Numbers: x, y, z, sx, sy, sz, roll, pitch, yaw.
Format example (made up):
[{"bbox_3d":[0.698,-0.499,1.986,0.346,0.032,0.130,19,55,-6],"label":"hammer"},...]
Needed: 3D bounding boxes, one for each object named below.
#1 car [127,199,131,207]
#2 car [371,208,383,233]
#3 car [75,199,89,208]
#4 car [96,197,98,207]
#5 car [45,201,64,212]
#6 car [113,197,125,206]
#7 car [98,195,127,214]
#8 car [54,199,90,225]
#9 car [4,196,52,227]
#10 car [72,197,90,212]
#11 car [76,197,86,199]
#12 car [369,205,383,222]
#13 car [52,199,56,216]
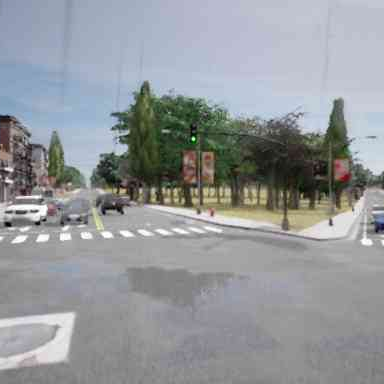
[{"bbox_3d":[-11.391,1.781,55.473,2.033,1.411,5.357,0,0,-17],"label":"car"},{"bbox_3d":[15.486,2.350,26.339,1.882,1.535,5.008,0,-2,28],"label":"car"},{"bbox_3d":[-17.950,1.823,54.638,2.033,1.411,5.357,0,0,-17],"label":"car"},{"bbox_3d":[-15.614,1.504,58.211,2.150,2.045,5.566,0,0,-17],"label":"car"},{"bbox_3d":[-17.799,1.812,43.228,1.895,1.301,4.718,0,0,-17],"label":"car"},{"bbox_3d":[-14.492,1.801,65.423,1.882,1.535,5.008,0,0,-17],"label":"car"},{"bbox_3d":[-8.848,1.335,36.718,2.150,2.045,5.566,0,0,-17],"label":"car"},{"bbox_3d":[-8.677,1.554,24.815,2.128,1.511,4.902,0,0,-17],"label":"car"},{"bbox_3d":[-11.901,1.303,24.243,2.150,2.045,5.566,0,0,-17],"label":"car"},{"bbox_3d":[-14.473,1.541,43.464,2.097,1.767,4.553,0,0,-17],"label":"car"},{"bbox_3d":[-11.491,1.595,33.834,1.882,1.535,5.008,0,0,-17],"label":"car"},{"bbox_3d":[20.115,2.374,35.208,2.150,2.045,5.566,0,-2,28],"label":"car"},{"bbox_3d":[-14.779,1.490,33.466,2.097,1.767,4.553,0,0,-17],"label":"car"}]
